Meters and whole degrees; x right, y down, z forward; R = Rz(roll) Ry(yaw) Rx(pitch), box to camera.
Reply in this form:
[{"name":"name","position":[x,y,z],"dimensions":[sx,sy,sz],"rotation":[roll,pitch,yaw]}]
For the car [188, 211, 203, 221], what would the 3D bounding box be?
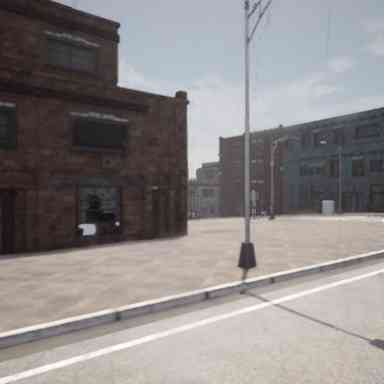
[{"name":"car","position":[-0.409,3.399,46.839],"dimensions":[1.812,1.442,4.674],"rotation":[0,-5,-36]}]
